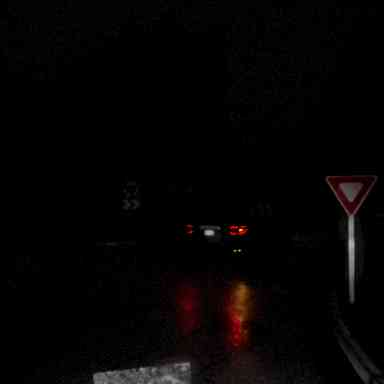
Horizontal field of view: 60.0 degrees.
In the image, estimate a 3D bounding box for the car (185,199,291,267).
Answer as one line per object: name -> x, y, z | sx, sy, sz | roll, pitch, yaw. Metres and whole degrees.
car -> 1.826, 1.246, 11.860 | 2.150, 2.045, 5.566 | -2, -1, 29
